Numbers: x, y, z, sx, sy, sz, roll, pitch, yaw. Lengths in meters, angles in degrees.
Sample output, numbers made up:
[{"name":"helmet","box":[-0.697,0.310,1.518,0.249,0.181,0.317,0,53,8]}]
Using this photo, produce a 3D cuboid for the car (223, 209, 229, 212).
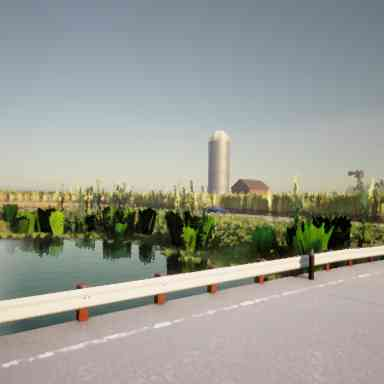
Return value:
[{"name":"car","box":[3.907,3.035,54.121,1.882,1.535,5.008,2,-1,-43]}]
